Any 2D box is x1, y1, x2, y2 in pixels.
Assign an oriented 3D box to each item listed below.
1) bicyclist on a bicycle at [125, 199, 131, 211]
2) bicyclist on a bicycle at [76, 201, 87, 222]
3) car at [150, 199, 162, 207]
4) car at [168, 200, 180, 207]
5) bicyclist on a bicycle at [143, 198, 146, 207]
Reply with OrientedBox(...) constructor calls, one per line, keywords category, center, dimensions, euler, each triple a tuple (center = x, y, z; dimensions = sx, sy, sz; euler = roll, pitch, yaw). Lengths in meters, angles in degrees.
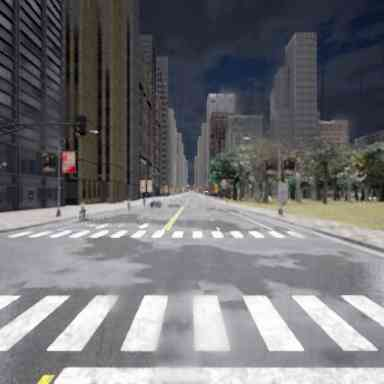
OrientedBox(category="bicyclist on a bicycle", center=(-8.621, 1.749, 45.297), dimensions=(0.866, 1.612, 1.509), euler=(0, -1, 0))
OrientedBox(category="bicyclist on a bicycle", center=(-8.694, 1.534, 26.352), dimensions=(0.866, 1.612, 1.509), euler=(0, -1, 1))
OrientedBox(category="car", center=(-6.485, 2.030, 60.209), dimensions=(2.033, 1.411, 5.357), euler=(0, -1, 0))
OrientedBox(category="car", center=(-3.235, 2.083, 60.177), dimensions=(1.895, 1.301, 4.718), euler=(0, -1, 0))
OrientedBox(category="bicyclist on a bicycle", center=(-8.736, 1.940, 60.614), dimensions=(0.582, 1.620, 1.656), euler=(0, 0, 0))
